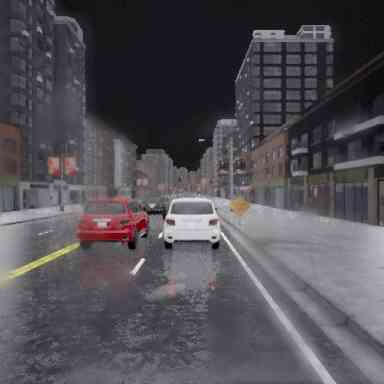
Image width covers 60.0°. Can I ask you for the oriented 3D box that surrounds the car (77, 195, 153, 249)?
[{"bbox_3d":[-3.250,1.261,14.681,2.150,2.045,5.566,0,0,0],"label":"car"}]

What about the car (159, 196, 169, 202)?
[{"bbox_3d":[-6.500,1.557,76.710,1.994,1.385,4.181,0,0,0],"label":"car"}]

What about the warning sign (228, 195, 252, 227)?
[{"bbox_3d":[2.853,1.121,19.841,1.300,1.860,1.060,0,0,0],"label":"warning sign"}]

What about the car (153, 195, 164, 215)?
[{"bbox_3d":[-3.250,1.274,29.681,2.150,2.045,5.566,0,0,0],"label":"car"}]

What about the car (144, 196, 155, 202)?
[{"bbox_3d":[-9.750,1.557,76.710,1.994,1.385,4.181,0,0,0],"label":"car"}]

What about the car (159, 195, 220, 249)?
[{"bbox_3d":[0.000,1.261,14.681,2.150,2.045,5.566,0,0,0],"label":"car"}]

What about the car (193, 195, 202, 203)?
[{"bbox_3d":[1.138,1.514,70.034,1.801,1.575,5.366,0,0,0],"label":"car"}]

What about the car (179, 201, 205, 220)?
[{"bbox_3d":[0.000,1.579,29.651,2.033,1.411,5.357,0,0,0],"label":"car"}]
